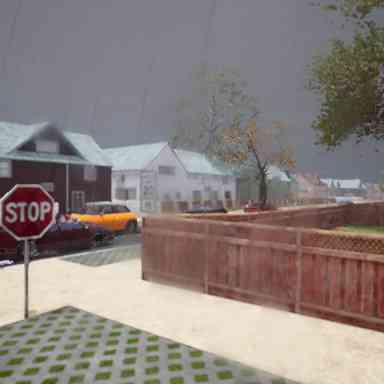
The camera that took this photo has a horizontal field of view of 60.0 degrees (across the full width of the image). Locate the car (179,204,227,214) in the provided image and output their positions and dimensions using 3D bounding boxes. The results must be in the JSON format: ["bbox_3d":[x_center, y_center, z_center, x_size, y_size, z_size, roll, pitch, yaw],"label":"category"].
[{"bbox_3d":[0.892,1.670,25.820,2.128,1.511,4.902,0,0,37],"label":"car"}]

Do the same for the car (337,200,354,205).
[{"bbox_3d":[23.999,2.006,51.761,2.128,1.511,4.902,0,0,36],"label":"car"}]

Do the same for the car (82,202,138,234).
[{"bbox_3d":[-5.110,1.433,17.799,2.097,1.767,4.553,0,0,37],"label":"car"}]

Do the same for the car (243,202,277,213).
[{"bbox_3d":[6.983,1.753,33.937,1.882,1.535,5.008,0,0,37],"label":"car"}]

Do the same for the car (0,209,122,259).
[{"bbox_3d":[-5.524,1.599,12.923,2.033,1.411,5.357,0,0,35],"label":"car"}]
